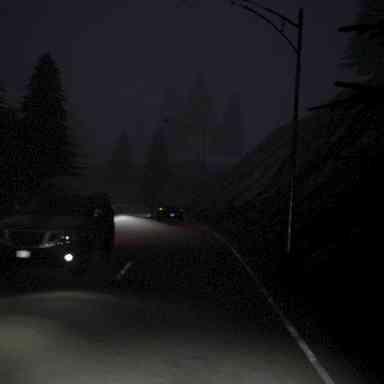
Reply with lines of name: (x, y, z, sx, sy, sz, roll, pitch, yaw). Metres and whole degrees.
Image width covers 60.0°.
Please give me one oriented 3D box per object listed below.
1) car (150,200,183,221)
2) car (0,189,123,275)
car: (-1.886, 1.290, 24.460, 1.812, 1.442, 4.674, 3, 0, -15)
car: (-3.760, 0.973, 10.003, 2.150, 2.045, 5.566, 3, 0, -2)
